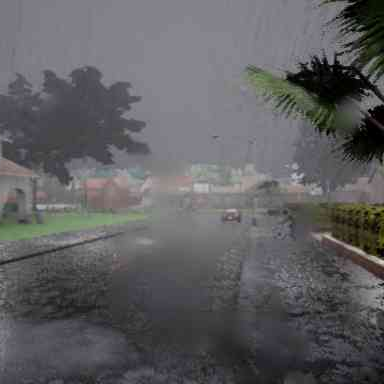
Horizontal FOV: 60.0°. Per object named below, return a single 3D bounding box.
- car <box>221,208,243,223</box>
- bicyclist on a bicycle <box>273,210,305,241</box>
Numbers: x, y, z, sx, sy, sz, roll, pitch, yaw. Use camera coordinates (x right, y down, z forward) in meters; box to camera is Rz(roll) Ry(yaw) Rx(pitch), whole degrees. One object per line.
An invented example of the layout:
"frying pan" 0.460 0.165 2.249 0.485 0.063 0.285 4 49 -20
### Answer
"car" 4.160 2.379 34.631 1.812 1.442 4.674 0 -1 11
"bicyclist on a bicycle" 5.190 1.800 17.845 1.656 1.620 0.582 0 -1 11
